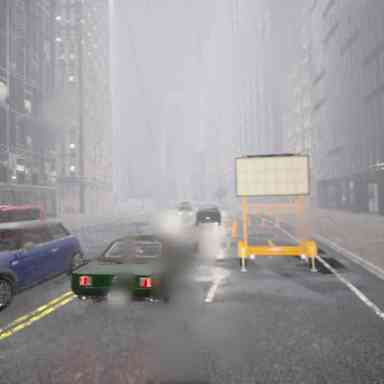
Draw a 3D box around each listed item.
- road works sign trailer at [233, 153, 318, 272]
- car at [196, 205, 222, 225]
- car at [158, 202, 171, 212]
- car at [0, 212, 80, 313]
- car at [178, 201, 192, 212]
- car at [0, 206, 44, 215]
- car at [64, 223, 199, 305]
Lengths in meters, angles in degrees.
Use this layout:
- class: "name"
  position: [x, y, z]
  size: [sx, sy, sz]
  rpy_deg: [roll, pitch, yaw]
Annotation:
- class: "road works sign trailer"
  position: [2.672, 0.539, 11.113]
  size: [2.380, 3.560, 2.880]
  rpy_deg: [-2, -1, 8]
- class: "car"
  position: [1.377, 1.778, 26.623]
  size: [1.882, 1.535, 5.008]
  rpy_deg: [-1, -1, 6]
- class: "car"
  position: [-4.248, 2.228, 51.727]
  size: [1.882, 1.535, 5.008]
  rpy_deg: [-1, -1, -1]
- class: "car"
  position: [-4.609, 1.574, 8.222]
  size: [2.097, 1.767, 4.553]
  rpy_deg: [-2, -1, 10]
- class: "car"
  position: [-0.995, 2.126, 49.369]
  size: [1.882, 1.535, 5.008]
  rpy_deg: [-1, -1, 0]
- class: "car"
  position: [-7.284, 1.553, 11.731]
  size: [2.150, 2.045, 5.566]
  rpy_deg: [-1, -1, 9]
- class: "car"
  position: [-1.030, 1.736, 8.485]
  size: [1.895, 1.301, 4.718]
  rpy_deg: [-2, -1, 10]
